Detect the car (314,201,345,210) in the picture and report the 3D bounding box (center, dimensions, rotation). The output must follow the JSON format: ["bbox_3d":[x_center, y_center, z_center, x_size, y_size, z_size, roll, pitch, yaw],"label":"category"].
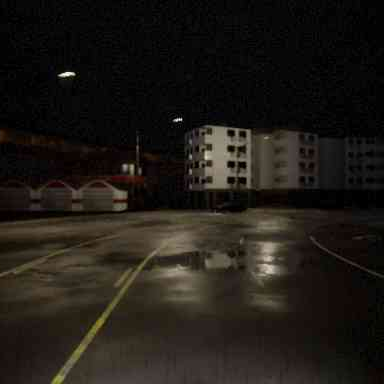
[{"bbox_3d":[22.022,2.174,53.423,4.718,1.301,1.895,0,-1,-19],"label":"car"}]

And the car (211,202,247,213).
[{"bbox_3d":[4.892,2.014,43.501,5.357,1.411,2.033,1,-1,-41],"label":"car"}]
